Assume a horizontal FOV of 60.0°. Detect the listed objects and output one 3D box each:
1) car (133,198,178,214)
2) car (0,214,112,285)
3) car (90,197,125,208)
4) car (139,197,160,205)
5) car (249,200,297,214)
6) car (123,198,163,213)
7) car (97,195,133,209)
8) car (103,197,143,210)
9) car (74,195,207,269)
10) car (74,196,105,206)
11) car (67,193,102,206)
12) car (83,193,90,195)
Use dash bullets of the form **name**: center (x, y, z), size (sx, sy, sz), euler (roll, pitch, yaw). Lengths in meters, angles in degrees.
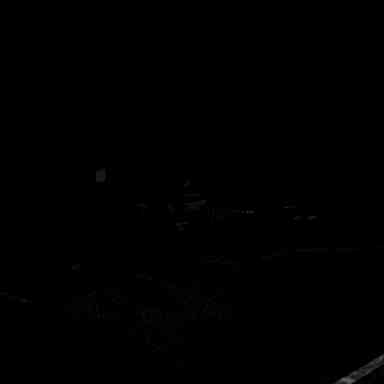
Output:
- **car**: center (-3.948, 1.485, 36.996), size (1.946, 1.575, 5.366), euler (-1, 0, 36)
- **car**: center (-4.847, 1.516, 9.604), size (4.792, 1.488, 2.163), euler (-1, -1, 34)
- **car**: center (-12.454, 1.535, 49.298), size (2.002, 1.452, 4.674), euler (-1, 0, 36)
- **car**: center (-7.562, 1.582, 58.938), size (1.994, 1.385, 4.181), euler (0, 0, -34)
- **car**: center (8.522, 1.554, 35.235), size (2.033, 1.411, 5.357), euler (0, 0, -34)
- **car**: center (-5.745, 1.531, 39.332), size (2.002, 1.452, 4.674), euler (-1, 0, 36)
- **car**: center (-10.803, 1.368, 46.783), size (2.185, 1.767, 4.553), euler (-1, 0, 36)
- **car**: center (-9.091, 1.492, 44.315), size (2.097, 1.535, 5.008), euler (0, 1, 36)
- **car**: center (-2.495, 1.236, 11.331), size (5.566, 2.045, 2.435), euler (-1, 0, 35)
- **car**: center (-17.463, 1.533, 56.804), size (2.163, 1.488, 4.792), euler (-1, 0, 36)
- **car**: center (-19.136, 1.256, 59.295), size (2.435, 2.045, 5.566), euler (-1, 0, 36)
- **car**: center (-14.105, 1.371, 51.813), size (2.185, 1.767, 4.553), euler (0, 1, 36)
